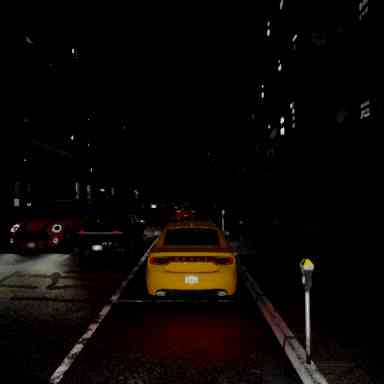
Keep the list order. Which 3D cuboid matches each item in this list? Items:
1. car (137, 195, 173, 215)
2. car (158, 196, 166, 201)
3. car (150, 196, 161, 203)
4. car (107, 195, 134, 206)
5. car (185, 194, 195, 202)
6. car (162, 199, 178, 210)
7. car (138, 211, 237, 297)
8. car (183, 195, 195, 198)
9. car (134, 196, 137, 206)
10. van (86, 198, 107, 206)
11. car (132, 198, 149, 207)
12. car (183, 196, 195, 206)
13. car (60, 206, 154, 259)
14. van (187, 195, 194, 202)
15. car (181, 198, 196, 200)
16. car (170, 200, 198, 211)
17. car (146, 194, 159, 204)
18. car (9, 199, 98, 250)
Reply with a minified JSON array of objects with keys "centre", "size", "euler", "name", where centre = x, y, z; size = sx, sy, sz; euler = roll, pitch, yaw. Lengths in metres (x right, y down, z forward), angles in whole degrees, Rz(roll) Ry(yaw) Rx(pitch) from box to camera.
[{"centre":[-3.022,1.253,28.844],"size":[2.150,2.045,5.566],"euler":[0,0,0],"name":"car"},{"centre":[-8.326,1.847,92.652],"size":[1.802,1.307,4.206],"euler":[1,0,0],"name":"car"},{"centre":[-8.323,1.725,76.059],"size":[1.887,1.381,4.507],"euler":[1,0,0],"name":"car"},{"centre":[-8.314,1.366,37.346],"size":[2.192,1.841,5.009],"euler":[1,0,0],"name":"car"},{"centre":[-0.473,1.521,81.536],"size":[2.192,1.841,5.009],"euler":[1,0,0],"name":"car"},{"centre":[-2.923,1.670,45.200],"size":[1.895,1.301,4.718],"euler":[0,0,0],"name":"car"},{"centre":[-0.006,1.482,8.653],"size":[1.882,1.535,5.008],"euler":[0,0,0],"name":"car"},{"centre":[-0.429,1.490,37.286],"size":[1.967,1.590,4.097],"euler":[1,0,0],"name":"car"},{"centre":[-8.314,1.379,42.876],"size":[2.192,1.841,5.009],"euler":[1,0,0],"name":"car"},{"centre":[-8.314,1.368,26.285],"size":[1.690,1.788,3.998],"euler":[1,0,0],"name":"van"},{"centre":[-8.321,1.660,53.938],"size":[1.947,1.339,4.313],"euler":[1,0,0],"name":"car"},{"centre":[-0.473,1.553,59.411],"size":[1.967,1.590,4.097],"euler":[1,0,0],"name":"car"},{"centre":[-2.922,1.500,12.684],"size":[2.128,1.511,4.902],"euler":[0,0,0],"name":"car"},{"centre":[-0.474,1.576,87.068],"size":[1.690,1.788,3.998],"euler":[1,0,0],"name":"van"},{"centre":[-0.438,1.582,31.754],"size":[1.887,1.381,4.507],"euler":[1,0,0],"name":"car"},{"centre":[-0.438,1.572,26.224],"size":[1.887,1.381,4.507],"euler":[1,0,0],"name":"car"},{"centre":[-8.317,1.471,70.528],"size":[2.192,1.841,5.009],"euler":[1,0,0],"name":"car"},{"centre":[-5.871,1.362,14.396],"size":[2.097,1.767,4.553],"euler":[0,0,0],"name":"car"}]
